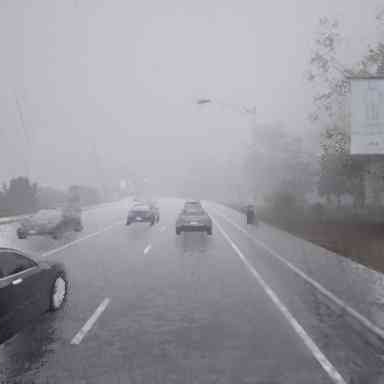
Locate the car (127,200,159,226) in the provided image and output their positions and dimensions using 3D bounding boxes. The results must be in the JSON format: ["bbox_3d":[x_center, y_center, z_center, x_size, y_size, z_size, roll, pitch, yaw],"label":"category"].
[{"bbox_3d":[-3.384,1.530,23.475,1.812,1.442,4.674,0,0,0],"label":"car"}]

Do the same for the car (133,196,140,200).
[{"bbox_3d":[-11.045,1.559,68.283,1.994,1.385,4.181,0,0,-3],"label":"car"}]

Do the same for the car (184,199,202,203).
[{"bbox_3d":[0.103,1.498,36.952,2.128,1.511,4.902,0,0,0],"label":"car"}]

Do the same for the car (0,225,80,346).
[{"bbox_3d":[-3.399,1.506,4.772,1.837,1.490,4.892,0,0,0],"label":"car"}]

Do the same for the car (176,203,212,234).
[{"bbox_3d":[0.102,1.567,19.129,1.994,1.385,4.181,0,0,0],"label":"car"}]

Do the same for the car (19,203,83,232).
[{"bbox_3d":[-7.098,1.529,17.098,1.812,1.442,4.674,0,0,0],"label":"car"}]

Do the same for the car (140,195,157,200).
[{"bbox_3d":[-7.181,1.362,57.059,2.097,1.767,4.553,0,0,-1],"label":"car"}]

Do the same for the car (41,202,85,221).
[{"bbox_3d":[-10.595,1.569,27.613,1.994,1.385,4.181,0,0,0],"label":"car"}]
